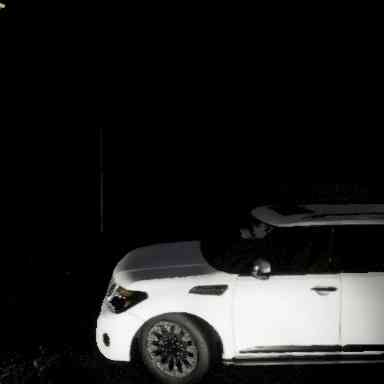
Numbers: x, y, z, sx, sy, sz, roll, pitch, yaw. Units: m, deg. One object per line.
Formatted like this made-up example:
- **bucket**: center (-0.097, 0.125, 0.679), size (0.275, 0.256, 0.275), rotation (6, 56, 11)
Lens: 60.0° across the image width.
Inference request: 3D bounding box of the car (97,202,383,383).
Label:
- **car**: center (1.562, 1.217, 4.763), size (5.566, 2.045, 2.150), rotation (0, 4, -1)
